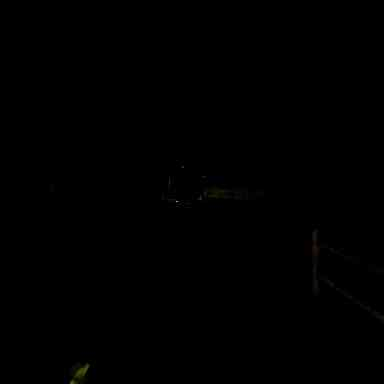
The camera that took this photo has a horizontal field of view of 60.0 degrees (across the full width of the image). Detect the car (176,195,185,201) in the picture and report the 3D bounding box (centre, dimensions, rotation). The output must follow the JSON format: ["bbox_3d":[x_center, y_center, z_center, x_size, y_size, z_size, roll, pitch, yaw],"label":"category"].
[{"bbox_3d":[-2.663,1.430,79.489,1.882,1.535,5.008,0,0,0],"label":"car"}]
